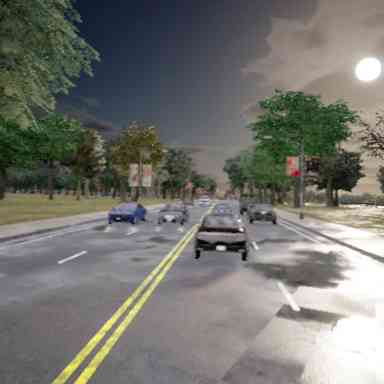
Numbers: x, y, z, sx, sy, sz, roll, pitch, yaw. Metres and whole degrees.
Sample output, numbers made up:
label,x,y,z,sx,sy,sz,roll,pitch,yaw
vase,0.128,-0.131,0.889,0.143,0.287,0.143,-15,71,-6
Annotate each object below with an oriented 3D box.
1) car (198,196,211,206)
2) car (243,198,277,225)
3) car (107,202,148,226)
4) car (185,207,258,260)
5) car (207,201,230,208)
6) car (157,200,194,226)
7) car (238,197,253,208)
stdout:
label,x,y,z,sx,sy,sz,roll,pitch,yaw
car,2.533,1.756,65.278,2.150,2.045,5.566,2,-1,6
car,5.729,1.655,27.814,2.097,1.767,4.553,1,0,6
car,-4.565,1.486,24.146,1.882,1.535,5.008,1,0,5
car,1.147,1.587,13.000,2.128,1.511,4.902,1,0,5
car,2.840,1.801,31.647,2.033,1.411,5.357,1,0,5
car,-1.276,1.589,24.444,2.128,1.511,4.902,1,0,5
car,6.716,1.637,39.172,2.150,2.045,5.566,1,0,6
